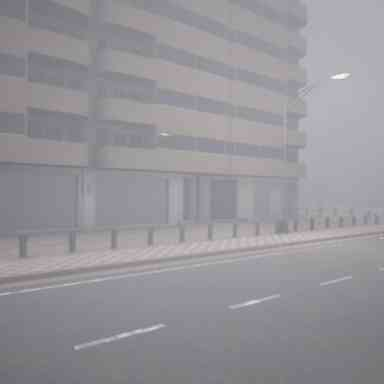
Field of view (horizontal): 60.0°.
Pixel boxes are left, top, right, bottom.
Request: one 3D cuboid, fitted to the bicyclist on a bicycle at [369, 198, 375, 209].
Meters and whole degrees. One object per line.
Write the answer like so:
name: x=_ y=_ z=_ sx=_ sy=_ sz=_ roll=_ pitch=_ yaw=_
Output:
bicyclist on a bicycle: x=27.161 y=1.720 z=50.152 sx=1.656 sy=1.620 sz=0.582 roll=0 pitch=0 yaw=-35
